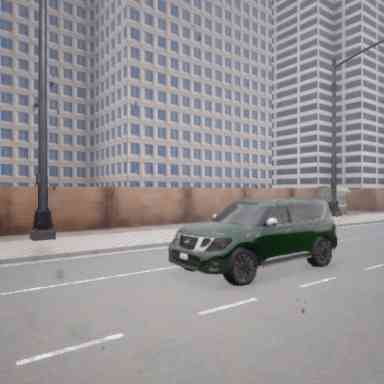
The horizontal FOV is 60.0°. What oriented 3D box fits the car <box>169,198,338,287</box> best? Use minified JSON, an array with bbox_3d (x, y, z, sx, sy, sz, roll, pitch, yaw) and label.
[{"bbox_3d":[2.028,1.222,9.770,5.566,2.045,2.150,0,0,-36],"label":"car"}]
